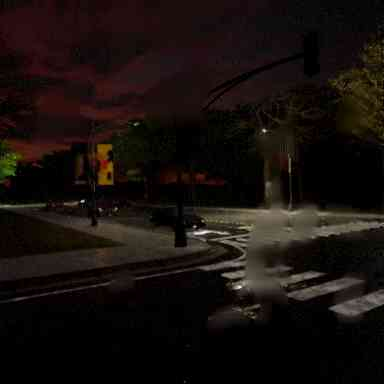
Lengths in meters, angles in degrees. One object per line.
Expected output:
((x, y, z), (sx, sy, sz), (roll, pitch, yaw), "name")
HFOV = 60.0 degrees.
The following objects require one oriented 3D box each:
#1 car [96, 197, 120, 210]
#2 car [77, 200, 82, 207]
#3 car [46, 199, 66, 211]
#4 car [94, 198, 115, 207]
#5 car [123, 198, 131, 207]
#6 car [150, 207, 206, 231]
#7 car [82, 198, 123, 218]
((-12.953, 1.673, 50.989), (2.097, 1.767, 4.553), (-2, 0, -35), "car")
((-18.817, 1.969, 59.298), (2.033, 1.411, 5.357), (-2, 0, -35), "car")
((-20.812, 1.889, 50.814), (2.097, 1.767, 4.553), (-2, 0, -35), "car")
((-16.157, 1.885, 61.164), (2.033, 1.411, 5.357), (-2, 0, -35), "car")
((-11.634, 1.764, 54.744), (1.837, 1.490, 4.892), (-2, 0, -35), "car")
((-1.134, 1.749, 22.666), (2.033, 1.411, 5.357), (-2, 0, -29), "car")
((-9.254, 1.690, 34.151), (2.097, 1.767, 4.553), (-2, 1, -35), "car")
